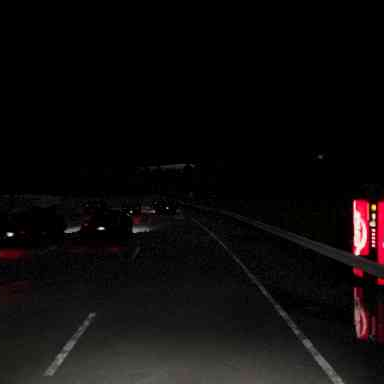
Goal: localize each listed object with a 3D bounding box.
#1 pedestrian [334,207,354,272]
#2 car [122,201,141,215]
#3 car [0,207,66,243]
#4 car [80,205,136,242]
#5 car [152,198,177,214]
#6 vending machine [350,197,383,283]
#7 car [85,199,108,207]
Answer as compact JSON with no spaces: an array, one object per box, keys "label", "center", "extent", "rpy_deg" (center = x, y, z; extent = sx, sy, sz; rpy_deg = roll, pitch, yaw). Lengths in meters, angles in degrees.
[{"label":"pedestrian","center":[4.288,1.294,9.377],"extent":[0.375,1.860,0.375],"rpy_deg":[0,0,-2]},{"label":"car","center":[-6.178,1.600,34.058],"extent":[1.895,1.301,4.718],"rpy_deg":[0,0,-9]},{"label":"car","center":[-7.579,1.503,16.016],"extent":[1.837,1.490,4.892],"rpy_deg":[0,-1,-4]},{"label":"car","center":[-4.110,1.564,16.464],"extent":[1.994,1.385,4.181],"rpy_deg":[0,0,-4]},{"label":"car","center":[-2.793,1.564,34.937],"extent":[1.994,1.385,4.181],"rpy_deg":[0,0,-10]},{"label":"vending machine","center":[4.854,1.195,8.631],"extent":[1.100,2.100,0.880],"rpy_deg":[0,0,-2]},{"label":"car","center":[-9.663,1.491,33.548],"extent":[2.128,1.511,4.902],"rpy_deg":[0,0,-9]}]
